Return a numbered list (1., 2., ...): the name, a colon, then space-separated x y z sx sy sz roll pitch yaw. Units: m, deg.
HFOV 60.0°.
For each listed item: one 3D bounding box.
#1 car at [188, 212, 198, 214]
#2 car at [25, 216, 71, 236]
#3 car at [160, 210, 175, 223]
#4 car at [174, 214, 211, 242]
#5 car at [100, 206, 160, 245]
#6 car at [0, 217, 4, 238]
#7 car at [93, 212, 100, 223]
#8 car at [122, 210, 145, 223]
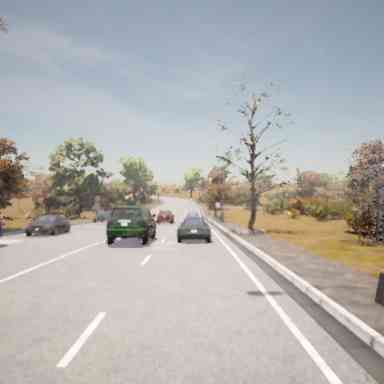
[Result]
1. car: 0.103 3.164 40.307 2.033 1.411 5.357 0 -3 0
2. car: -10.552 2.442 24.638 1.994 1.385 4.181 0 -3 0
3. car: -3.380 3.100 43.115 2.097 1.767 4.553 0 -3 0
4. car: 0.121 2.242 20.377 1.994 1.385 4.181 0 -3 0
5. car: -3.379 1.848 19.312 2.150 2.045 5.566 0 -3 0
6. car: -10.576 1.634 14.581 2.150 2.045 5.566 0 -2 0
7. car: -10.457 2.959 39.977 1.994 1.385 4.181 0 -3 0
8. car: -6.957 2.907 39.976 1.837 1.490 4.892 0 -3 0
